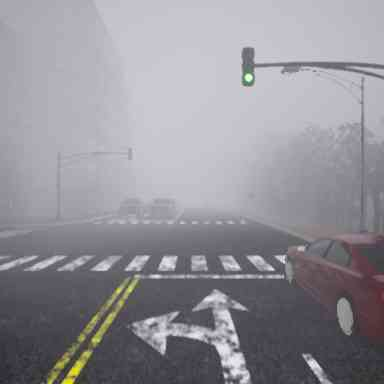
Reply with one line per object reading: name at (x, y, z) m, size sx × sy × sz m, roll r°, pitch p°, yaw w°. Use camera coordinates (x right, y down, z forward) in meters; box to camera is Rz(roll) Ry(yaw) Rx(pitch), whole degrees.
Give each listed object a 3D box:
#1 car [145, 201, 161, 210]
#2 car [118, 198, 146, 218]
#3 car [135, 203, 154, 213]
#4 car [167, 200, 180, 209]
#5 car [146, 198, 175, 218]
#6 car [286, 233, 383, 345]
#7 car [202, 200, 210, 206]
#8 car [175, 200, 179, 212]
car at (-6.584, 2.305, 56.986) m, size 2.033 × 1.411 × 5.357 m, roll 0°, pitch -1°, yaw 0°
car at (-6.600, 1.707, 36.891) m, size 2.150 × 2.045 × 5.566 m, roll 0°, pitch -1°, yaw 0°
car at (-6.599, 2.218, 46.610) m, size 1.895 × 1.301 × 4.718 m, roll 0°, pitch -1°, yaw 0°
car at (-3.307, 2.307, 61.176) m, size 2.128 × 1.511 × 4.902 m, roll 0°, pitch -1°, yaw 0°
car at (-3.352, 1.706, 36.761) m, size 2.150 × 2.045 × 5.566 m, roll 0°, pitch -1°, yaw -1°
car at (3.350, 1.566, 6.674) m, size 1.882 × 1.535 × 5.008 m, roll 0°, pitch 0°, yaw 0°
car at (3.247, 2.549, 76.319) m, size 1.812 × 1.442 × 4.674 m, roll 0°, pitch -1°, yaw 0°
car at (-3.349, 1.845, 47.115) m, size 2.150 × 2.045 × 5.566 m, roll 0°, pitch -1°, yaw 0°
